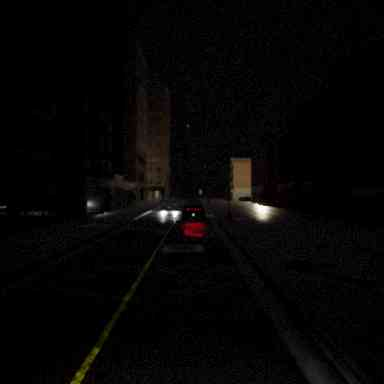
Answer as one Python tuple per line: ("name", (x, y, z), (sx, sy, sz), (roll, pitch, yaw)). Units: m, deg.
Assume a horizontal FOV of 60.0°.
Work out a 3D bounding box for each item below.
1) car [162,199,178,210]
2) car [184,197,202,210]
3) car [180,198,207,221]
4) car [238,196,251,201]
("car", (-2.818, 1.607, 42.745), (1.895, 1.301, 4.718), (0, 0, 0))
("car", (0.123, 1.496, 43.344), (2.128, 1.511, 4.902), (0, 0, 0))
("car", (0.117, 1.507, 27.567), (1.837, 1.490, 4.892), (0, -1, 0))
("car", (13.262, 1.704, 79.780), (4.313, 1.339, 1.947), (0, -1, 0))
